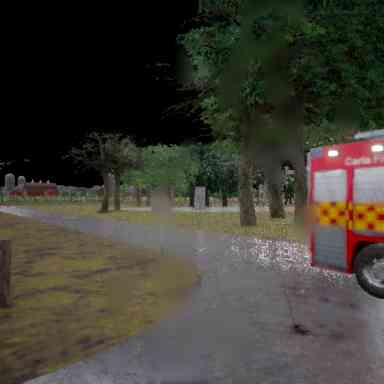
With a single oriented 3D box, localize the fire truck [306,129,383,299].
[{"bbox_3d":[6.429,0.306,5.775,2.891,3.827,8.468,0,-1,-35],"label":"fire truck"}]
